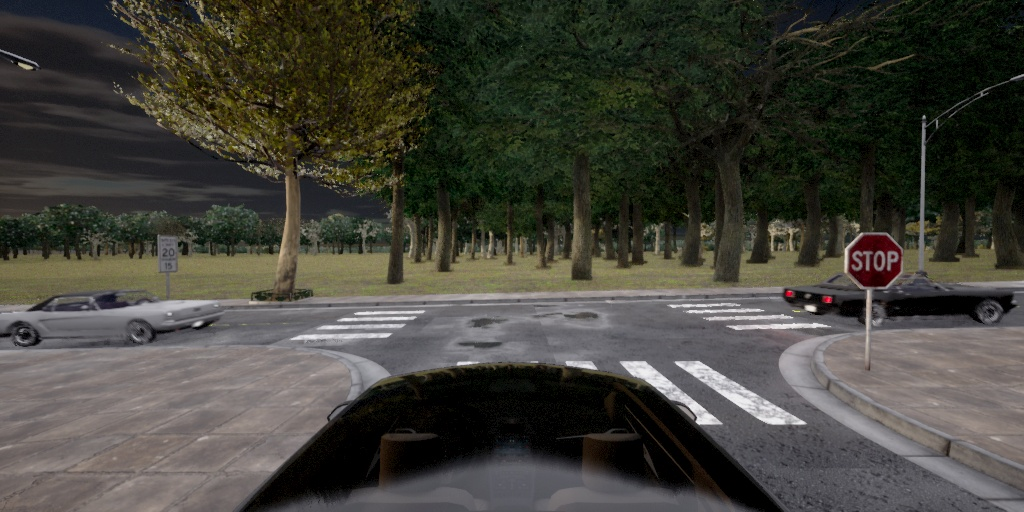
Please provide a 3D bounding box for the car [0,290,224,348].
[{"bbox_3d":[-10.824,1.596,9.816,4.718,1.301,1.895,-1,1,0],"label":"car"}]

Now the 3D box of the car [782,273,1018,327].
[{"bbox_3d":[10.385,1.097,9.815,4.718,1.301,1.895,-1,1,0],"label":"car"}]
